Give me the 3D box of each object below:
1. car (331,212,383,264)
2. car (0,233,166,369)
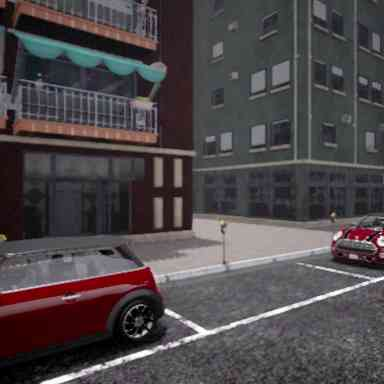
[{"bbox_3d":[6.510,1.428,11.202,4.097,1.590,1.967,0,0,-35],"label":"car"},{"bbox_3d":[-2.511,1.439,4.769,4.097,1.590,1.967,0,0,-35],"label":"car"}]
